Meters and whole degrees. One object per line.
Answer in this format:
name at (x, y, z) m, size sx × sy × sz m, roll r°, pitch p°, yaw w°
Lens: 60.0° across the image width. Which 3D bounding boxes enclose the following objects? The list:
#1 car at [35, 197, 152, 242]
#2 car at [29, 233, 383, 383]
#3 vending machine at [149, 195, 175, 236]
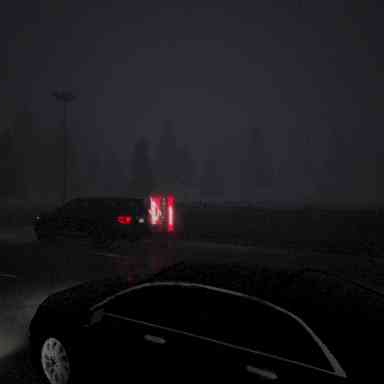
car at (-4.365, 1.223, 14.558) m, size 5.566 × 2.045 × 2.150 m, roll 0°, pitch 0°, yaw 28°
car at (0.202, 1.507, 3.604) m, size 4.892 × 1.490 × 1.837 m, roll 1°, pitch 0°, yaw 34°
vending machine at (-1.595, 1.195, 17.765) m, size 0.880 × 2.100 × 1.100 m, roll 0°, pitch 0°, yaw 29°
